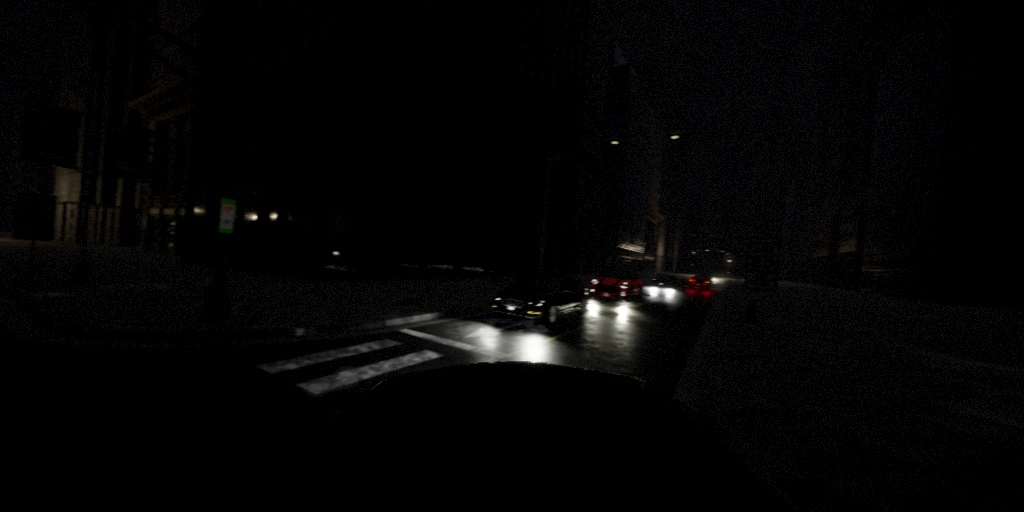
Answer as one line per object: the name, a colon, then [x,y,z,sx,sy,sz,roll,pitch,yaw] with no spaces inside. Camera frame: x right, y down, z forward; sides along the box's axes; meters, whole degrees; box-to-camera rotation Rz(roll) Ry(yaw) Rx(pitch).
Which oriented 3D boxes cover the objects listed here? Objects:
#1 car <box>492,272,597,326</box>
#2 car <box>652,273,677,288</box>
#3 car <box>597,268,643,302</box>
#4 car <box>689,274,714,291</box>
car: [1.178,1.319,12.307,1.837,1.490,4.892,5,0,29]
car: [15.655,2.473,36.679,1.895,1.301,4.718,5,0,31]
car: [6.107,1.526,20.588,2.097,1.767,4.553,5,0,31]
car: [19.404,2.697,36.917,1.812,1.442,4.674,5,0,31]
